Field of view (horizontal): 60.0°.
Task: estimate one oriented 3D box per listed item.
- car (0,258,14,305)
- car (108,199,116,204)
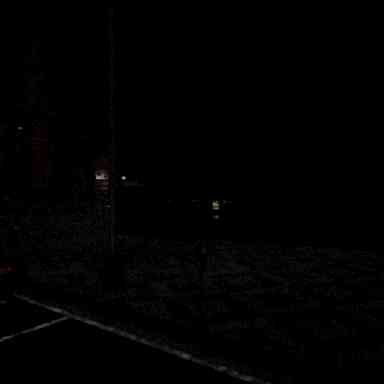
[{"bbox_3d":[-5.350,1.541,6.672,4.507,1.381,1.887,0,0,36],"label":"car"},{"bbox_3d":[-11.160,1.480,54.496,2.033,1.411,5.357,-1,0,36],"label":"car"}]
